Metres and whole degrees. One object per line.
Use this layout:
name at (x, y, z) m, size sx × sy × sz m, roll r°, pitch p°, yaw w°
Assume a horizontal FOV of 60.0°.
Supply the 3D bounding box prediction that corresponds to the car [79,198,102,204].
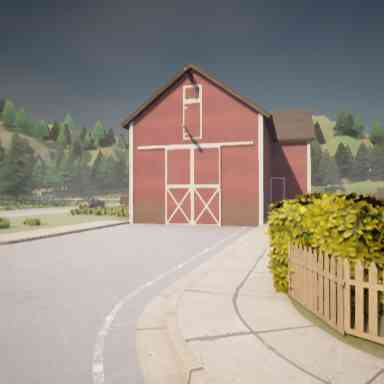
car at (-13.237, 1.559, 44.042) m, size 1.816 × 1.474 × 4.193 m, roll -6°, pitch -1°, yaw 15°
